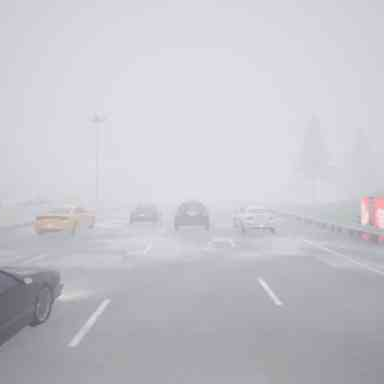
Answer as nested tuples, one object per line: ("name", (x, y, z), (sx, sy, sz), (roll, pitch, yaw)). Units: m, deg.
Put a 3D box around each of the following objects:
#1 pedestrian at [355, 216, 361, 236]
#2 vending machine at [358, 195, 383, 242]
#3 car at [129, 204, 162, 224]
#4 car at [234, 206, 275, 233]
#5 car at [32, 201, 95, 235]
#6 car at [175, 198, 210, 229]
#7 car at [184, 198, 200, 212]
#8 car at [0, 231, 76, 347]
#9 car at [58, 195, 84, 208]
("pedestrian", (8.299, 1.669, 16.461), (0.500, 1.100, 0.500), (0, 0, 0))
("vending machine", (8.497, 1.191, 15.442), (1.100, 2.100, 0.880), (0, 0, 0))
("car", (-3.405, 1.555, 24.904), (1.994, 1.385, 4.181), (0, 0, 0))
("car", (3.596, 1.519, 19.538), (1.812, 1.442, 4.674), (0, 0, 0))
("car", (-6.902, 1.470, 18.636), (1.882, 1.535, 5.008), (0, 0, 0))
("car", (0.027, 1.353, 21.601), (2.097, 1.767, 4.553), (0, 0, 1))
("car", (0.020, 1.502, 40.578), (1.837, 1.490, 4.892), (0, 0, 1))
("car", (-3.400, 1.546, 3.992), (2.033, 1.411, 5.357), (0, 0, 0))
("car", (-17.584, 1.334, 48.672), (2.097, 1.767, 4.553), (0, 0, 0))
